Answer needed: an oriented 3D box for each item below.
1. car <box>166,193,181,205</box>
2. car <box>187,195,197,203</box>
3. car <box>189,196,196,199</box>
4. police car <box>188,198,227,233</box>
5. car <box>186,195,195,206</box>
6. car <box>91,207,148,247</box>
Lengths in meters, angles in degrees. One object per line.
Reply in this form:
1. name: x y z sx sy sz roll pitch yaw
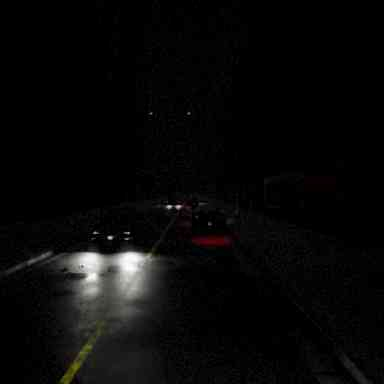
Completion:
1. car: -3.058 1.207 57.336 2.150 2.045 5.566 0 0 1
2. car: -0.015 1.395 69.534 1.882 1.535 5.008 0 0 0
3. car: 0.892 1.462 35.399 1.882 1.535 5.008 0 0 0
4. police car: 0.896 1.413 19.509 1.930 1.638 5.238 0 0 0
5. car: -0.012 1.588 54.564 1.895 1.301 4.718 0 0 0
6. car: -3.103 1.494 15.034 1.837 1.490 4.892 0 0 0
